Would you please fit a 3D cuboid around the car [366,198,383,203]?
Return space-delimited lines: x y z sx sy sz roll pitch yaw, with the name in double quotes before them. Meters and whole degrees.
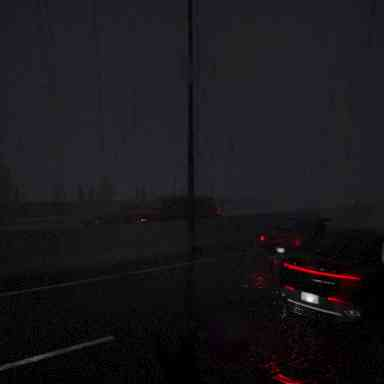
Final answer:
"car" 26.398 1.552 47.631 1.895 1.301 4.718 0 0 41

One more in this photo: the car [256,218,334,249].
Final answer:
"car" 4.521 1.596 12.261 4.718 1.301 1.895 0 0 -42

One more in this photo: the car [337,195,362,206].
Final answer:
"car" 24.085 1.312 50.312 2.097 1.767 4.553 0 0 41

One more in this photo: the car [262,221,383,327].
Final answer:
"car" 3.810 1.499 7.059 4.892 1.490 1.837 0 0 -40

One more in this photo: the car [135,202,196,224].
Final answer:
"car" -1.934 1.547 25.710 1.812 1.442 4.674 0 0 45

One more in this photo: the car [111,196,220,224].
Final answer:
"car" -0.963 1.235 16.989 5.566 2.045 2.150 0 0 -42

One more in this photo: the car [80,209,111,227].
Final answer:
"car" -3.858 1.501 19.122 5.008 1.535 1.882 0 0 -42

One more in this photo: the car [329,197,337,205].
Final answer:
"car" 25.139 1.508 56.913 2.033 1.411 5.357 0 0 41
